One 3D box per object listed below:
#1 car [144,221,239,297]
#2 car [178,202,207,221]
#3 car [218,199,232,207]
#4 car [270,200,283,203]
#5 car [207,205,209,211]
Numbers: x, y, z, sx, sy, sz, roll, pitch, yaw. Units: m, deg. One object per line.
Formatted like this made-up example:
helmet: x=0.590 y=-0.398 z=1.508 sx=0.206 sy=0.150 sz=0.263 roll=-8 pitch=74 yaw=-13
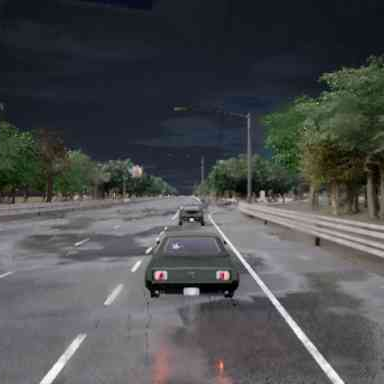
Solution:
car: x=-0.004 y=1.675 z=8.720 sx=1.895 sy=1.301 sz=4.718 roll=0 pitch=0 yaw=0
car: x=-0.014 y=1.725 z=25.900 sx=1.837 sy=1.490 sz=4.892 roll=0 pitch=0 yaw=0
car: x=6.215 y=2.017 z=62.187 sx=2.128 sy=1.511 sz=4.902 roll=0 pitch=-1 yaw=21
car: x=22.742 y=2.207 z=88.519 sx=2.128 sy=1.511 sz=4.902 roll=-1 pitch=-1 yaw=45
car: x=1.130 y=1.974 z=44.248 sx=1.895 sy=1.301 sz=4.718 roll=0 pitch=0 yaw=9
